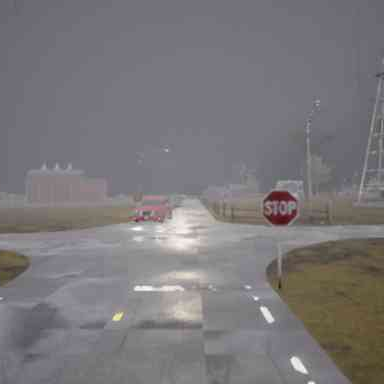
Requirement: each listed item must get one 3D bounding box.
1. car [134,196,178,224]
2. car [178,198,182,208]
[{"bbox_3d":[-2.916,1.427,26.532,2.150,2.045,5.566,0,1,7],"label":"car"},{"bbox_3d":[-2.559,1.762,51.601,1.837,1.490,4.892,0,2,0],"label":"car"}]
